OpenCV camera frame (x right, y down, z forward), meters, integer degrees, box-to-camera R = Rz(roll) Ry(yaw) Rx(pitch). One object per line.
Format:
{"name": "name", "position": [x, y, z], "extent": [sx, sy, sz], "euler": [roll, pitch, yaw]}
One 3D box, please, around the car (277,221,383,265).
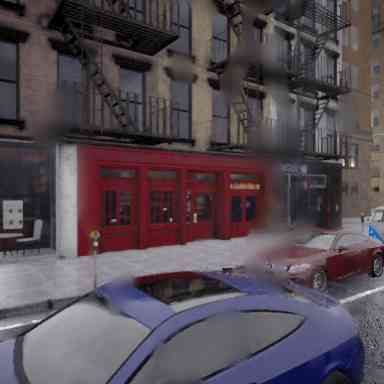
{"name": "car", "position": [3.423, 1.581, 8.618], "extent": [4.206, 1.307, 1.802], "euler": [0, 0, -35]}

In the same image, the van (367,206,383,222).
{"name": "van", "position": [7.832, 1.340, 11.746], "extent": [3.998, 1.788, 1.690], "euler": [0, 0, -35]}

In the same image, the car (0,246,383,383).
{"name": "car", "position": [-0.351, 1.525, 2.815], "extent": [4.674, 1.442, 1.812], "euler": [0, 0, -35]}
